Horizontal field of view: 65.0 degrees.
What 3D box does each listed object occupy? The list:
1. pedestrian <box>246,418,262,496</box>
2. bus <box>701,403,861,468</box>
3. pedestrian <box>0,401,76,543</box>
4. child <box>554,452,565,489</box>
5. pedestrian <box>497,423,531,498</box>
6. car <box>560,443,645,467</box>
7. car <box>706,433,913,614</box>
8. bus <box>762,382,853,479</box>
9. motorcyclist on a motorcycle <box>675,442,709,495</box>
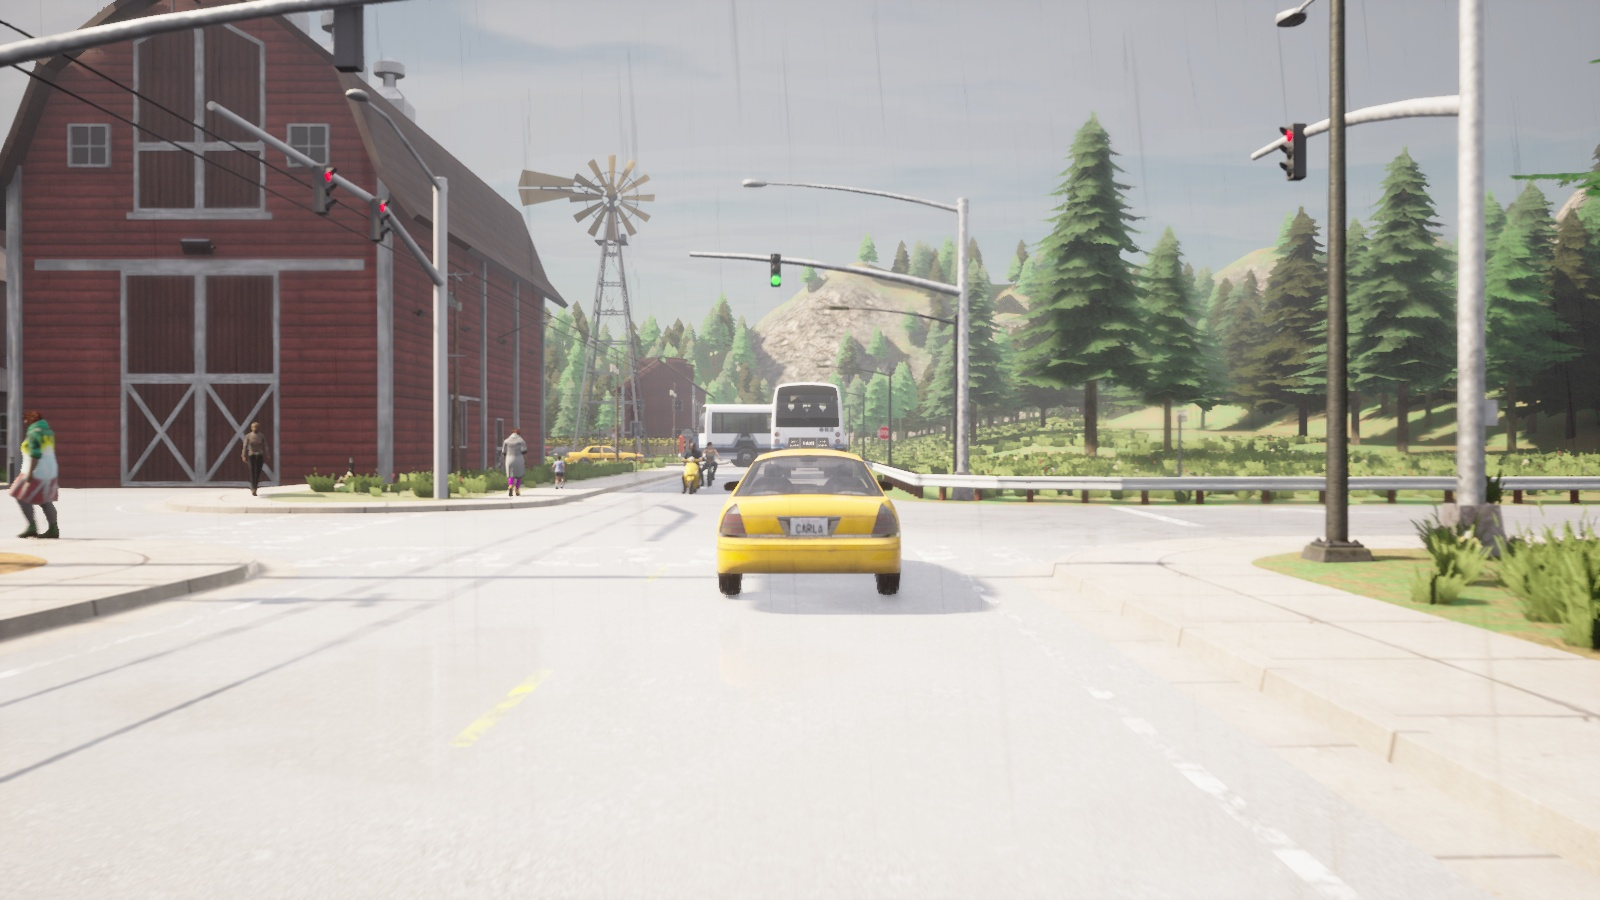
[{"bbox_3d":[-13.119,0.160,30.158,0.331,1.846,0.634,0,0,-25],"label":"pedestrian"},{"bbox_3d":[-1.334,-0.963,85.669,10.273,4.253,3.944,0,0,-13],"label":"bus"},{"bbox_3d":[-10.786,0.304,17.638,0.873,1.952,0.659,0,0,-7],"label":"pedestrian"},{"bbox_3d":[-7.320,0.627,38.191,0.255,1.110,0.394,0,0,1],"label":"child"},{"bbox_3d":[-7.506,0.267,32.996,0.659,1.952,0.873,0,0,2],"label":"pedestrian"},{"bbox_3d":[-13.050,0.349,83.325,5.366,1.575,1.801,0,0,-1],"label":"car"},{"bbox_3d":[0.092,0.632,13.614,1.801,1.575,5.366,0,0,0],"label":"car"},{"bbox_3d":[0.358,-0.865,60.105,3.944,4.253,10.273,0,0,0],"label":"bus"},{"bbox_3d":[-3.268,0.548,38.212,0.866,1.590,1.817,0,0,0],"label":"motorcyclist on a motorcycle"}]
